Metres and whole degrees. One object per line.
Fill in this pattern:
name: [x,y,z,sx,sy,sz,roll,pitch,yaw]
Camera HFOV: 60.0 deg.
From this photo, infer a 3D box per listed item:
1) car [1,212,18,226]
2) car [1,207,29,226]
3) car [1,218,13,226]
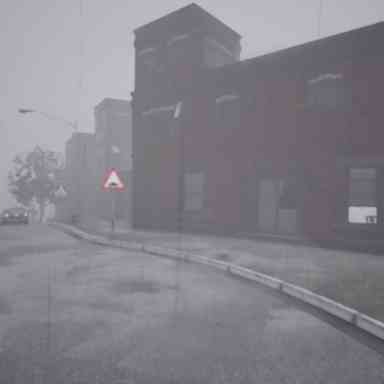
car: [-28.021,4.180,50.894,2.150,2.045,5.566,0,-5,-30]
car: [-17.369,2.388,32.772,2.097,1.767,4.553,0,-5,-30]
car: [-33.242,5.413,59.828,1.812,1.442,4.674,0,-5,-30]
